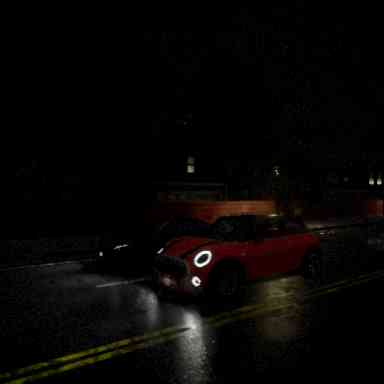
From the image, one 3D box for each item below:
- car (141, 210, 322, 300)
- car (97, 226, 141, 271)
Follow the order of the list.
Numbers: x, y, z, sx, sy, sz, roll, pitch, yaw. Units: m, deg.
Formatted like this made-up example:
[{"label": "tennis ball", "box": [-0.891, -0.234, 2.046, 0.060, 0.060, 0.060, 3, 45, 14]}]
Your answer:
[{"label": "car", "box": [1.292, 1.380, 8.599, 4.553, 1.767, 2.097, 0, 0, -36]}, {"label": "car", "box": [-0.768, 1.552, 11.121, 4.674, 1.442, 1.812, 0, 0, -35]}]
